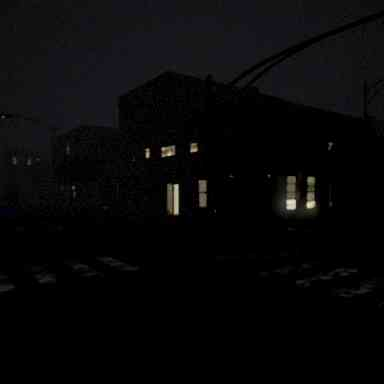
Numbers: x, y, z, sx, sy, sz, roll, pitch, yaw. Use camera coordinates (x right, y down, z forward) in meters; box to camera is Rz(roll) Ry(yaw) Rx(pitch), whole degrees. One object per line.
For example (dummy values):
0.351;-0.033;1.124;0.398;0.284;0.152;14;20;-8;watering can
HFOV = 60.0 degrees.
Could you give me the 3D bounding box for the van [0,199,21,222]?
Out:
-14.743;1.436;26.280;1.690;1.788;3.998;-2;1;-36;van
